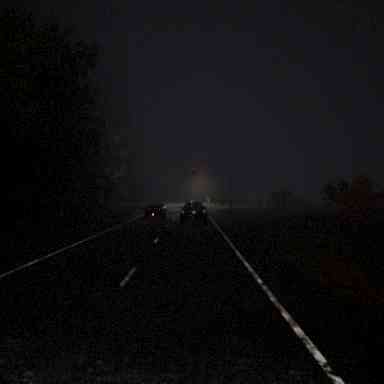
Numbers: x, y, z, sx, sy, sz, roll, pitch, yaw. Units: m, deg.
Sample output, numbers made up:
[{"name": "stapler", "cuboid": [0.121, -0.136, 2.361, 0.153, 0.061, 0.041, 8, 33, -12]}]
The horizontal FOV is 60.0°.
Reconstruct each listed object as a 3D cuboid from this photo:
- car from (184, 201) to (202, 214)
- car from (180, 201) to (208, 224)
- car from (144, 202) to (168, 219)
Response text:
[{"name": "car", "cuboid": [0.112, 1.818, 39.855, 2.033, 1.411, 5.357, 0, 0, 0]}, {"name": "car", "cuboid": [0.111, 1.539, 26.735, 2.097, 1.767, 4.553, 0, 0, -1]}, {"name": "car", "cuboid": [-3.390, 1.720, 31.352, 1.837, 1.490, 4.892, 0, 0, 0]}]
